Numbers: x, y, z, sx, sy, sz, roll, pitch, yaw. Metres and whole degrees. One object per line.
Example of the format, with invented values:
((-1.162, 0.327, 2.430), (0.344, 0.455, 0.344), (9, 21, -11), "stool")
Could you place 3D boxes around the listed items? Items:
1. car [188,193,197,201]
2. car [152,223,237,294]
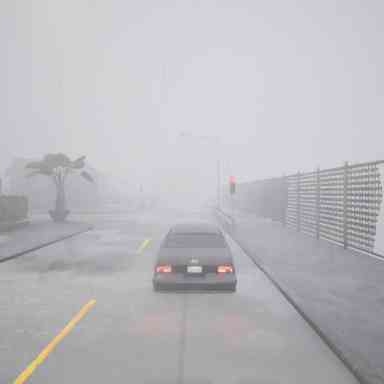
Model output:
((0.090, 1.225, 87.059), (2.150, 2.045, 5.566), (0, 0, 0), "car")
((0.073, 1.547, 8.955), (2.033, 1.411, 5.357), (0, 0, 1), "car")
